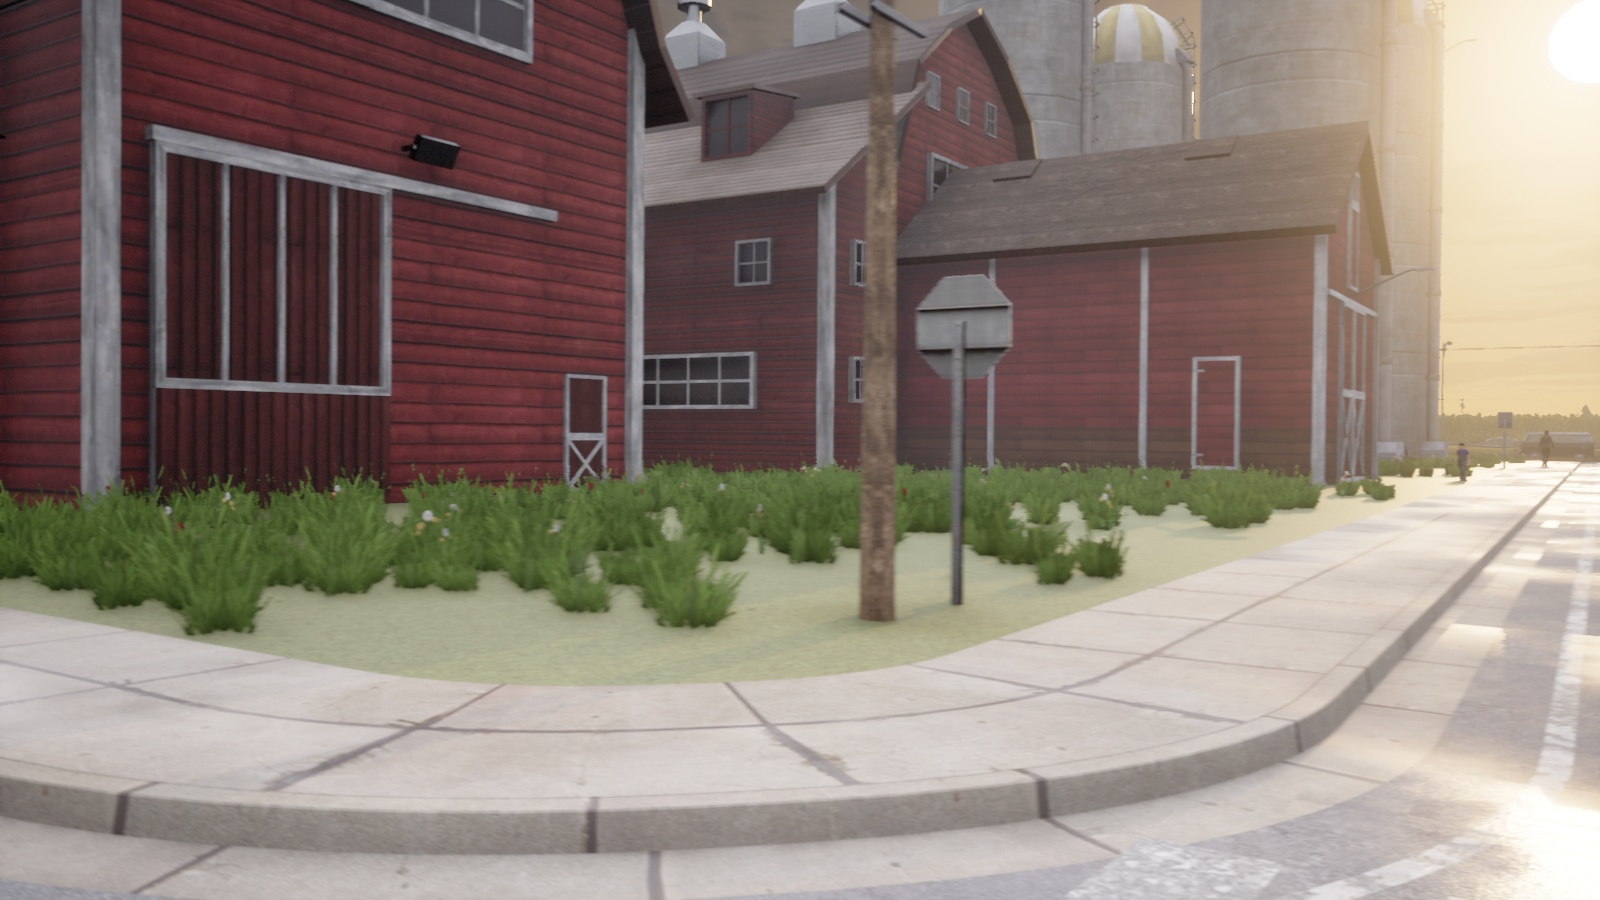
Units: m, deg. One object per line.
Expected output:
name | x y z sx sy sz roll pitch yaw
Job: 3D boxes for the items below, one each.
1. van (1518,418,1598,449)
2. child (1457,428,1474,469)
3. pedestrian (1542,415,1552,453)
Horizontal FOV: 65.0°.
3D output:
van | 50.127 -1.106 83.106 4.442 1.987 1.775 0 1 33
child | 20.675 -0.055 39.032 0.437 1.263 0.270 -1 1 -30
pedestrian | 36.301 -0.775 61.041 0.328 1.805 0.869 0 1 36
